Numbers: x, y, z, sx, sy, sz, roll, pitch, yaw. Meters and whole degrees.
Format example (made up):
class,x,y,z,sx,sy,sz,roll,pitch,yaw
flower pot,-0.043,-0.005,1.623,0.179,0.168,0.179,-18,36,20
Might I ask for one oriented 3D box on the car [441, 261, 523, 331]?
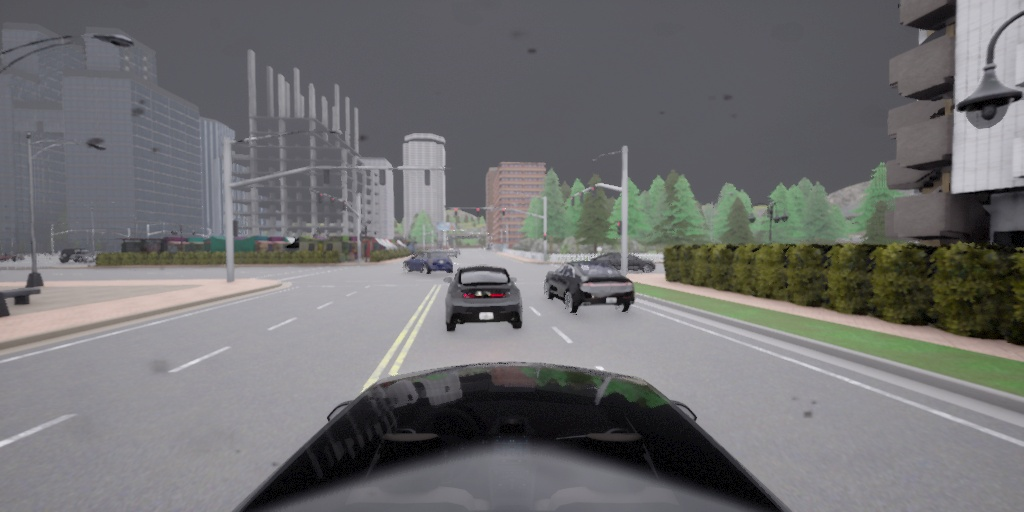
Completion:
class,x,y,z,sx,sy,sz,roll,pitch,yaw
car,-0.859,1.016,10.158,1.837,1.490,4.892,0,1,-7

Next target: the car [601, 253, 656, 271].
class,x,y,z,sx,sy,sz,roll,pitch,yaw
car,8.148,0.513,26.387,4.892,1.490,1.837,-1,-1,-12

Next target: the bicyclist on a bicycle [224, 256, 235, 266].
class,x,y,z,sx,sy,sz,roll,pitch,yaw
bicyclist on a bicycle,-29.503,0.140,37.476,0.582,1.620,1.656,0,7,-5

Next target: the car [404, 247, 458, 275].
class,x,y,z,sx,sy,sz,roll,pitch,yaw
car,-6.453,0.407,27.272,2.097,1.767,4.553,-2,2,-41

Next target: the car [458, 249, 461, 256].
class,x,y,z,sx,sy,sz,roll,pitch,yaw
car,-10.195,-0.392,60.899,2.128,1.511,4.902,0,2,-6

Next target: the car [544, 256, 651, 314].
class,x,y,z,sx,sy,sz,roll,pitch,yaw
car,2.403,0.932,12.189,2.128,1.511,4.902,0,2,-7
